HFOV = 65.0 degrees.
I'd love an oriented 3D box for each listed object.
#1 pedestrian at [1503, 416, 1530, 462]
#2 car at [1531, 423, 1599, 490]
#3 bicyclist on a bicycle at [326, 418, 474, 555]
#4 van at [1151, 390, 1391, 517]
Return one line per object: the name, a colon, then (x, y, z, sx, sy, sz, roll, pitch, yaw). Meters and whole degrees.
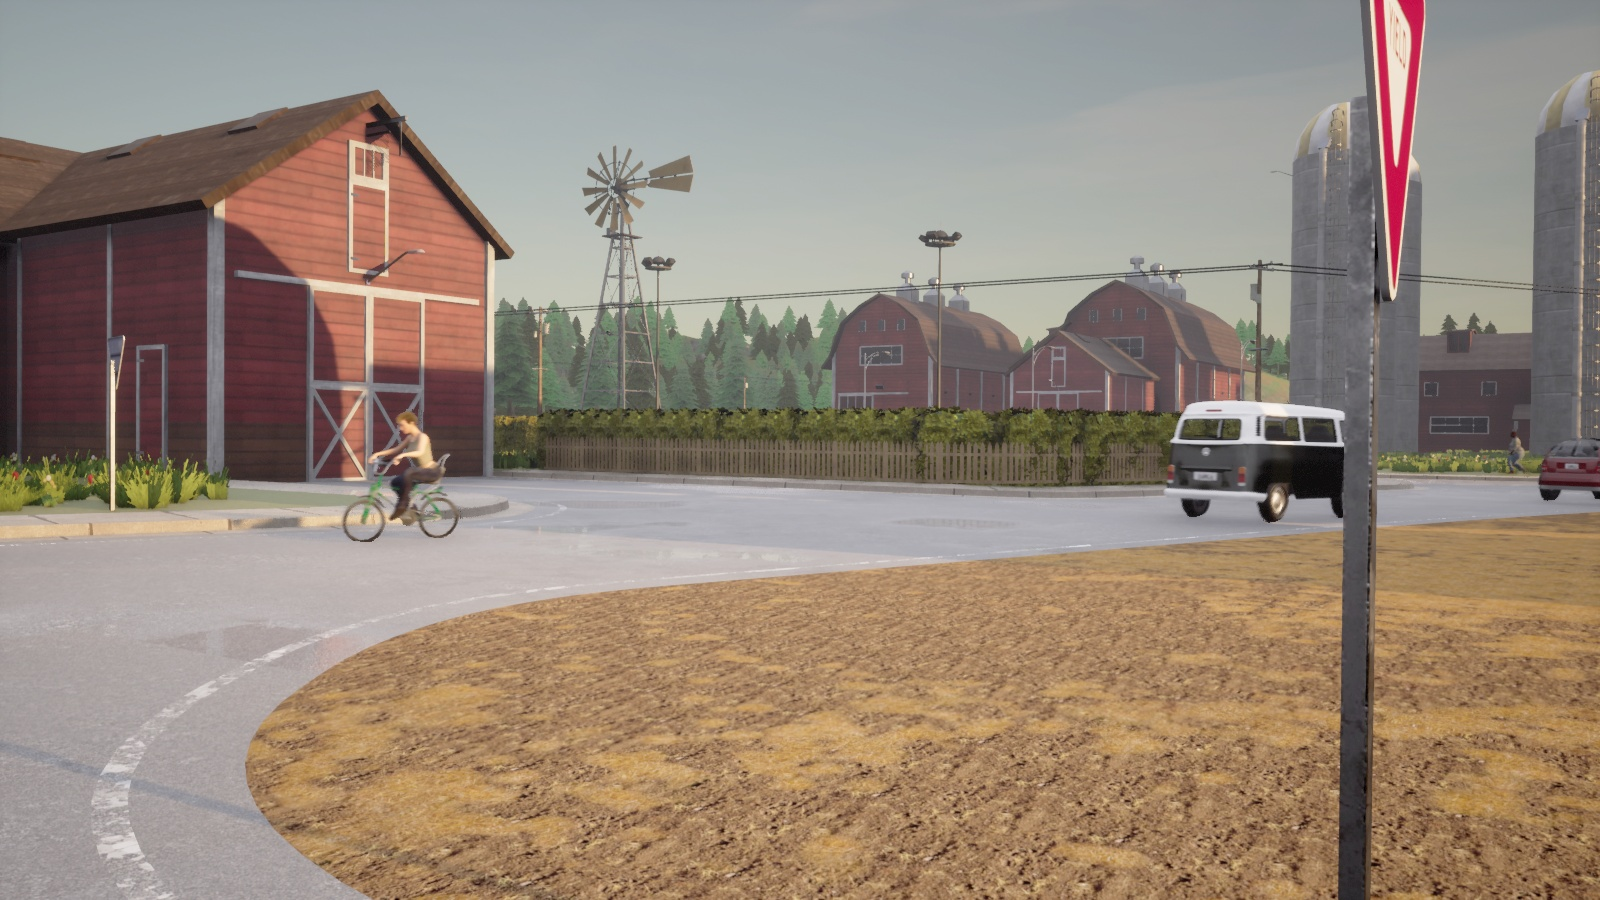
pedestrian: (28.869, -0.437, 50.612, 0.900, 1.855, 0.874, 0, 1, 27)
car: (19.710, 0.133, 30.593, 3.705, 1.549, 1.789, -1, 1, -33)
bicyclist on a bicycle: (-4.980, 0.417, 15.658, 1.509, 1.612, 0.866, -2, 2, -40)
van: (8.488, 0.036, 22.467, 4.480, 2.038, 2.069, -1, 1, -40)
